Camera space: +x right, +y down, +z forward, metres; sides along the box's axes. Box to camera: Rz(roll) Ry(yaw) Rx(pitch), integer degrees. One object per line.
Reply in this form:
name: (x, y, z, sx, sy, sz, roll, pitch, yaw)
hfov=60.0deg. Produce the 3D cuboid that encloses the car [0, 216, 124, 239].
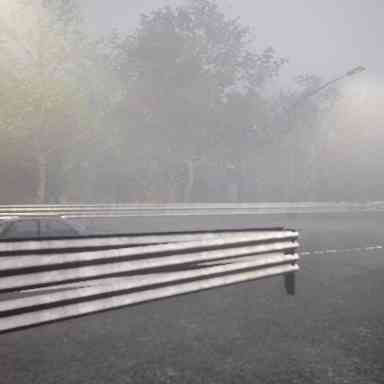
car: (-4.662, 1.469, 10.518, 5.357, 1.411, 2.033, 0, 0, -22)
